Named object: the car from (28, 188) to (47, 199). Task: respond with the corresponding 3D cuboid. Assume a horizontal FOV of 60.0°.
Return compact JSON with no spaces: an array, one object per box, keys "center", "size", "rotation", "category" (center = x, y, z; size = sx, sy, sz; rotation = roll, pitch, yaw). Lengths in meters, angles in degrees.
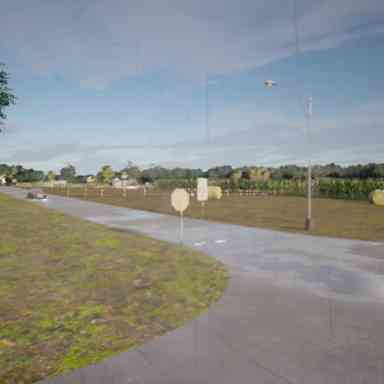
[{"center":[-22.129,0.196,47.434],"size":[1.812,1.442,4.674],"rotation":[-1,3,-36],"category":"car"}]
